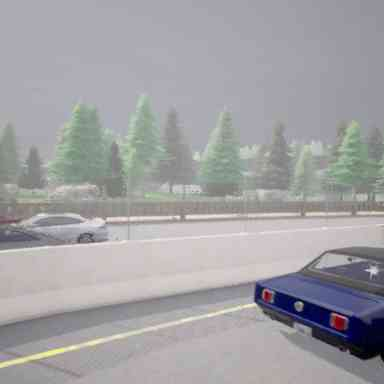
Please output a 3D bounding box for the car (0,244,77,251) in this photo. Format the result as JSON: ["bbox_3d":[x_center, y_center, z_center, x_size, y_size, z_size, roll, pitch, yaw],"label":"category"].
[{"bbox_3d":[-5.428,1.544,8.517,4.181,1.385,1.994,1,0,-34],"label":"car"}]

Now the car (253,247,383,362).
[{"bbox_3d":[3.430,1.646,5.764,4.718,1.301,1.895,1,0,-32],"label":"car"}]

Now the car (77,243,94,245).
[{"bbox_3d":[-5.564,1.518,12.671,4.674,1.442,1.812,1,0,-33],"label":"car"}]
